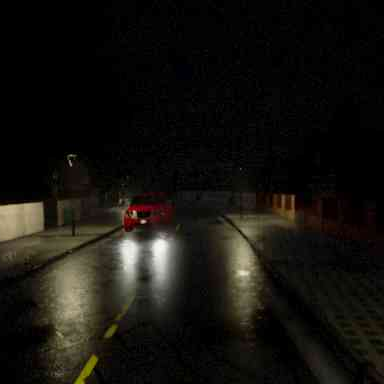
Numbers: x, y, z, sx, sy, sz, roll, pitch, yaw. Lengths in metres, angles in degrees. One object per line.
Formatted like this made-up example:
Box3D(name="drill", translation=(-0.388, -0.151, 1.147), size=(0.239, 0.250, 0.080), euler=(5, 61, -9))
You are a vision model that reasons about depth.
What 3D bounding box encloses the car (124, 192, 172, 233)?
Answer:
Box3D(name="car", translation=(-2.351, 1.052, 18.979), size=(2.150, 2.045, 5.566), euler=(-1, 1, 1))
